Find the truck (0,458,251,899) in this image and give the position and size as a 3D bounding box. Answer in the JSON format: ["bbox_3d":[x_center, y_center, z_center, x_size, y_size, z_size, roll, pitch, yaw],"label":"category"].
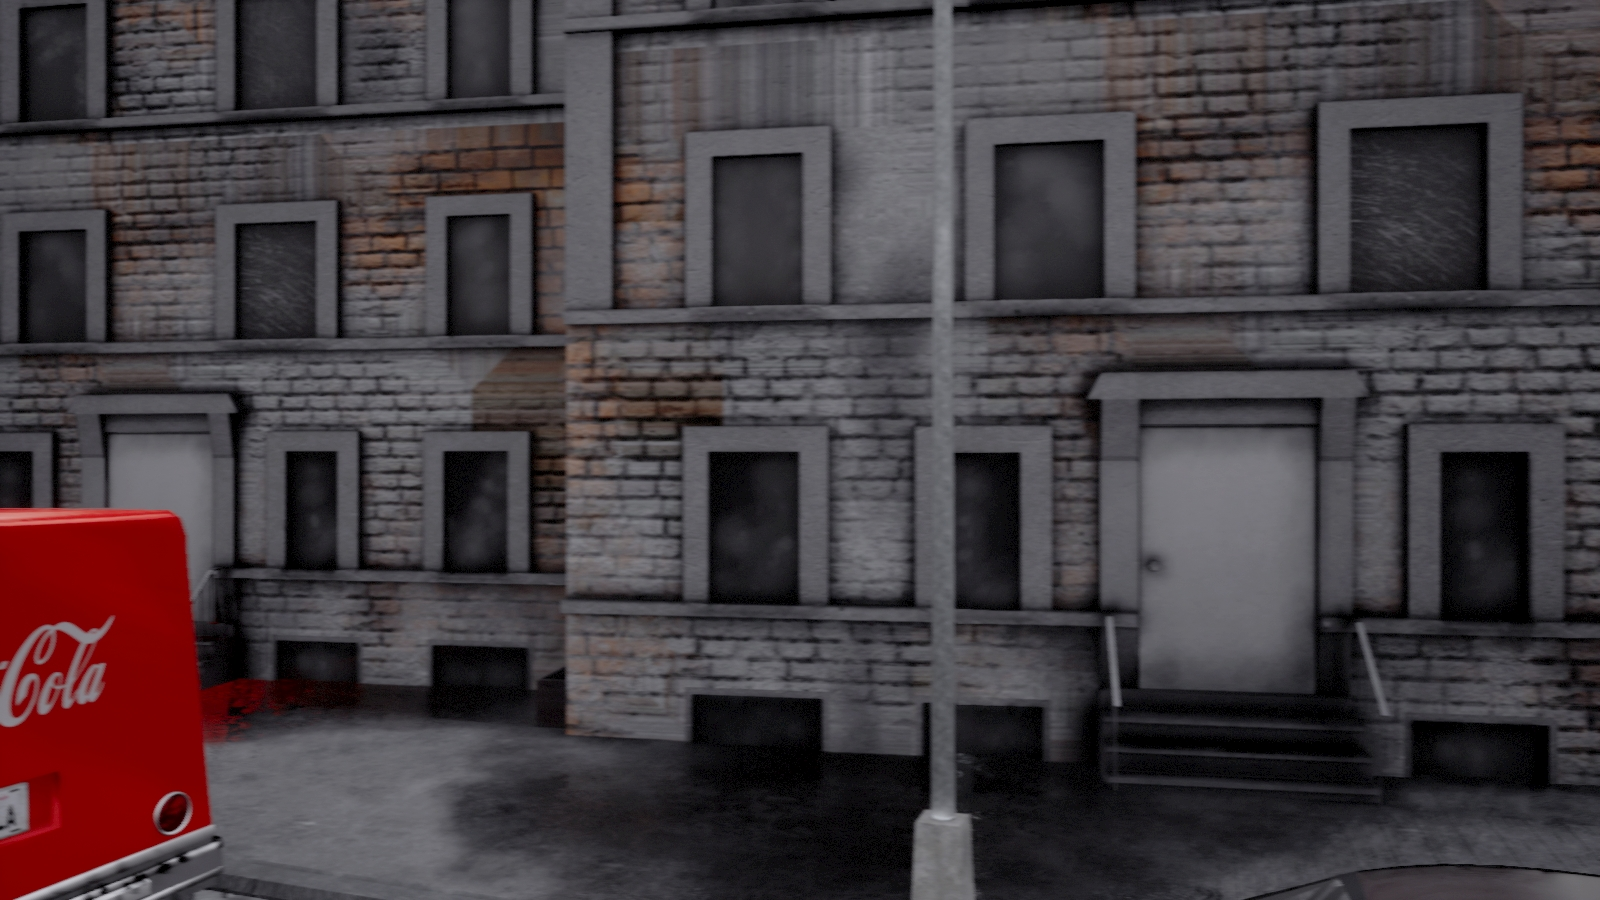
[{"bbox_3d":[-5.883,1.331,5.814,5.204,2.467,2.627,-1,0,19],"label":"truck"}]

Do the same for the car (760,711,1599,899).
[{"bbox_3d":[1.945,1.805,3.055,3.705,1.549,1.789,0,0,19],"label":"car"}]
